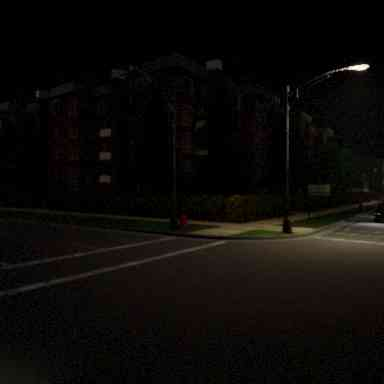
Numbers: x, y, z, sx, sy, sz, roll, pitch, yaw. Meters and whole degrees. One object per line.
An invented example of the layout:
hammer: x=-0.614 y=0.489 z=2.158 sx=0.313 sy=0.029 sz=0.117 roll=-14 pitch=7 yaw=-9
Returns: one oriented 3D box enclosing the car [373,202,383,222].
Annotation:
car: x=15.149 y=1.490 z=25.407 sx=1.837 sy=1.490 sz=4.892 roll=0 pitch=0 yaw=35
